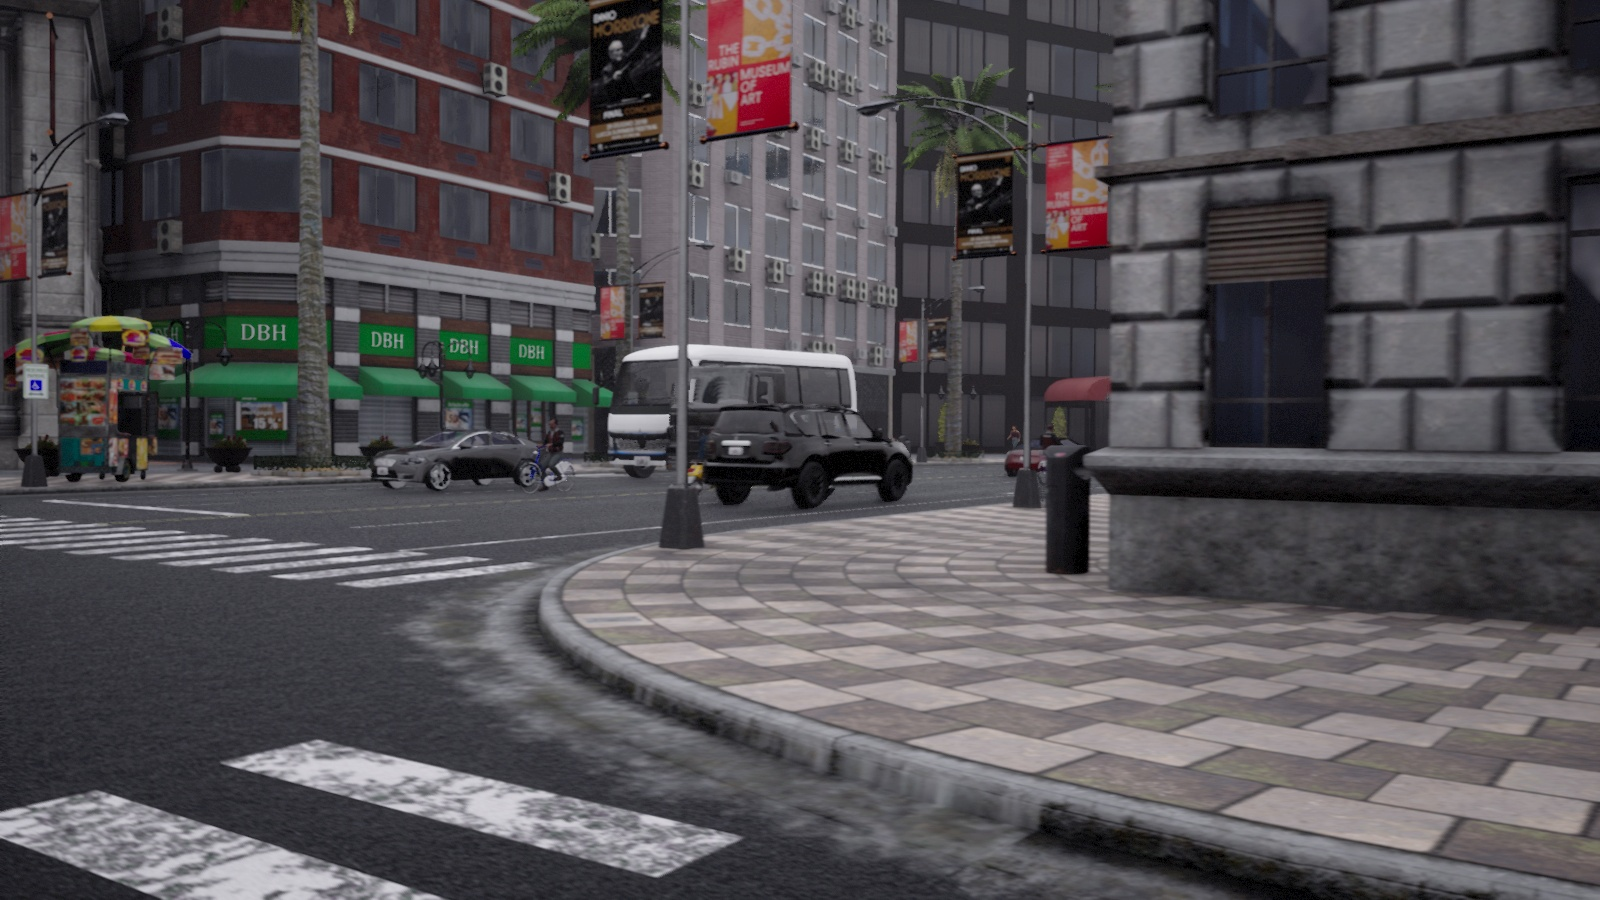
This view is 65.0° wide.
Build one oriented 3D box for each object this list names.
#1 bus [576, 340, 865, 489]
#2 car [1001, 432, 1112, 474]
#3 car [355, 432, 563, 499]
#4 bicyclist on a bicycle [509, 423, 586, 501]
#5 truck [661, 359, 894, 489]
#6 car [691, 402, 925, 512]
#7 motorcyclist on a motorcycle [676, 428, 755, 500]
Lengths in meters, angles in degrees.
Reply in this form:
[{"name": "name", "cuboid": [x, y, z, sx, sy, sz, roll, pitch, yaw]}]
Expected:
[{"name": "bus", "cuboid": [-2.230, -1.198, 41.219, 3.944, 4.253, 10.273, 0, 2, 34]}, {"name": "car", "cuboid": [9.088, 0.080, 44.293, 1.994, 1.385, 4.181, 0, 1, 42]}, {"name": "car", "cuboid": [-8.520, 0.333, 31.813, 2.128, 1.511, 4.902, 0, 1, 33]}, {"name": "bicyclist on a bicycle", "cuboid": [-5.903, 0.252, 29.493, 0.659, 1.776, 1.843, 0, 1, 33]}, {"name": "truck", "cuboid": [-0.443, -0.771, 37.582, 2.891, 3.462, 7.936, 0, 1, 34]}, {"name": "car", "cuboid": [0.324, 0.081, 26.121, 2.150, 2.045, 5.566, 0, 1, 34]}, {"name": "motorcyclist on a motorcycle", "cuboid": [-1.934, 0.299, 29.045, 0.866, 1.590, 1.817, 0, 1, 34]}]
